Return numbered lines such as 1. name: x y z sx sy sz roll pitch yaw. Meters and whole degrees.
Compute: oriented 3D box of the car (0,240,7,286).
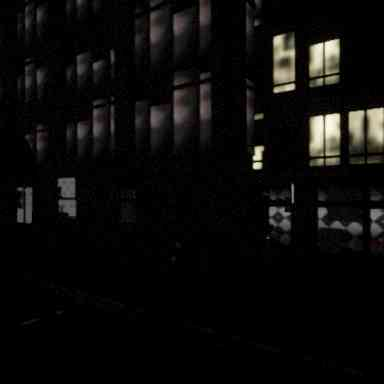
1. car: -5.947 1.282 7.134 5.009 1.841 2.192 0 0 36
